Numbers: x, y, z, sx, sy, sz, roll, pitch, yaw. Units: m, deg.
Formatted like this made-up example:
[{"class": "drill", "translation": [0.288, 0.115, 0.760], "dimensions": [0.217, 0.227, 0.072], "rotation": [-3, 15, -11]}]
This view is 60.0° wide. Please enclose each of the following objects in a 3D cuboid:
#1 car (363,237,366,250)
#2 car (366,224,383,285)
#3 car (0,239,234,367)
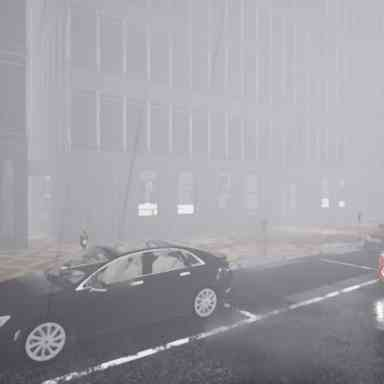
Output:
[{"class": "car", "translation": [8.035, 1.573, 12.258], "dimensions": [4.206, 1.307, 1.802], "rotation": [0, 0, -35]}, {"class": "car", "translation": [6.432, 1.345, 7.942], "dimensions": [4.553, 1.767, 2.097], "rotation": [0, 0, -35]}, {"class": "car", "translation": [-1.246, 1.549, 5.666], "dimensions": [4.403, 1.369, 2.008], "rotation": [0, 0, -35]}]
